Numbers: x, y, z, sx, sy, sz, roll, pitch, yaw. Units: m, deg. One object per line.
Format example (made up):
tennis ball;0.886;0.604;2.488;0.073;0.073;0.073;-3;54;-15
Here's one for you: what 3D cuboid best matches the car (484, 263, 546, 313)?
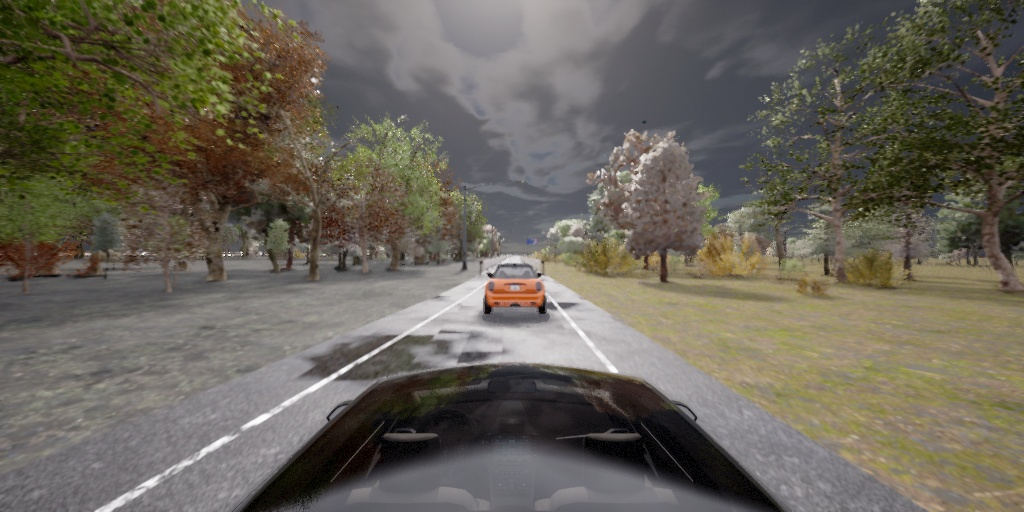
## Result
car;0.101;1.037;13.779;2.097;1.767;4.553;0;0;0
